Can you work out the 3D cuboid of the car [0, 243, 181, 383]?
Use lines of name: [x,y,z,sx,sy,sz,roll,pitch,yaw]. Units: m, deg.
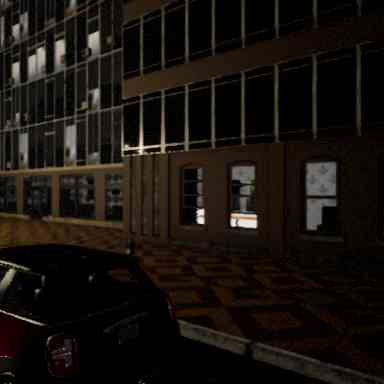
car: [-2.205,1.423,4.450,4.097,1.590,1.967,0,0,36]
